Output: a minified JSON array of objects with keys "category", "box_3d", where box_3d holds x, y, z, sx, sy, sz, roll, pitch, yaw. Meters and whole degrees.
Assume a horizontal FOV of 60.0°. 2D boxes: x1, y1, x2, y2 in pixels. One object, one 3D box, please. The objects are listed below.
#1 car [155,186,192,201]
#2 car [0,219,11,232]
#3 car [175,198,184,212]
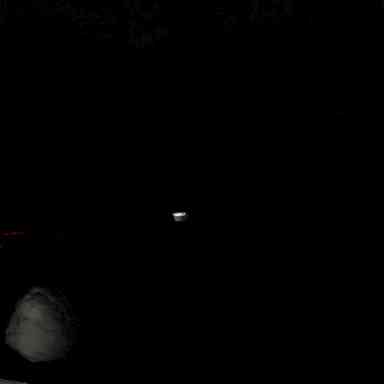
[{"category":"car","box_3d":[-2.783,0.163,49.253,5.566,2.045,2.150,2,2,39]},{"category":"car","box_3d":[-11.368,1.657,15.668,1.895,1.301,4.718,-2,0,35]},{"category":"car","box_3d":[0.269,1.055,31.457,2.033,1.411,5.357,-1,1,24]}]
